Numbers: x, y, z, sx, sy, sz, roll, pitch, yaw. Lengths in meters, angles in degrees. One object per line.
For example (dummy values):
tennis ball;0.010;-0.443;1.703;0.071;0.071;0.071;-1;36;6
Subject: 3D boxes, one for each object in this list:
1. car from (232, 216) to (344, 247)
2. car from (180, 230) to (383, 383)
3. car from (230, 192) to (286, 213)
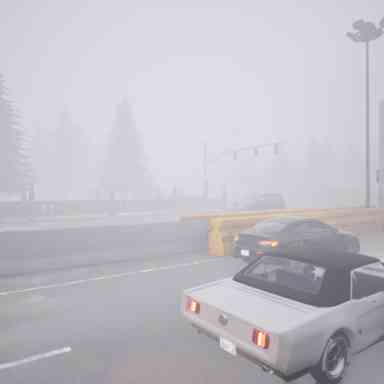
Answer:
car;3.322;1.472;10.376;4.674;1.442;1.812;0;0;-35
car;2.253;1.576;5.335;4.718;1.301;1.895;-1;0;-35
car;5.907;1.065;29.443;5.566;2.045;2.150;-1;0;-35
